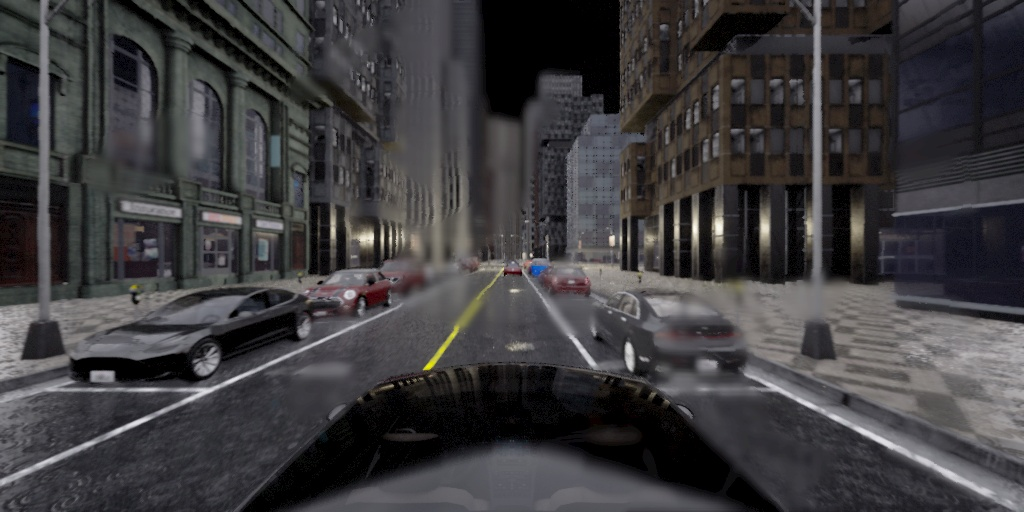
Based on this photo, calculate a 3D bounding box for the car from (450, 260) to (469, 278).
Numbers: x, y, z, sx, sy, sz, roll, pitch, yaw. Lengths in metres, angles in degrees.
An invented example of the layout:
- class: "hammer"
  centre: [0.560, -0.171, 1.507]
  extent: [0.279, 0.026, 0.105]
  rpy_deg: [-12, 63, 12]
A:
- class: "car"
  centre: [-5.757, 1.372, 35.270]
  extent: [2.007, 1.370, 4.403]
  rpy_deg: [0, 0, 0]

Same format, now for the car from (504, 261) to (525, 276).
- class: "car"
  centre: [0.107, 1.395, 39.339]
  extent: [1.994, 1.385, 4.181]
  rpy_deg: [0, 0, 0]

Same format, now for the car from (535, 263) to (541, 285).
- class: "car"
  centre: [2.767, 1.377, 24.054]
  extent: [1.802, 1.307, 4.207]
  rpy_deg: [0, 0, 0]

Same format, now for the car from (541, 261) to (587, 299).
- class: "car"
  centre: [2.766, 1.223, 18.446]
  extent: [1.967, 1.591, 4.097]
  rpy_deg: [0, 0, 0]

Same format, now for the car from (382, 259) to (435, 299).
- class: "car"
  centre: [-5.759, 1.098, 18.442]
  extent: [2.192, 1.841, 5.009]
  rpy_deg: [0, 0, 0]

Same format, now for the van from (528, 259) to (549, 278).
- class: "van"
  centre: [2.768, 1.163, 35.272]
  extent: [1.690, 1.789, 3.998]
  rpy_deg: [0, 0, 0]

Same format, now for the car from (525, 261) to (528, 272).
- class: "car"
  centre: [2.769, 1.382, 40.880]
  extent: [1.888, 1.381, 4.507]
  rpy_deg: [0, 0, 0]

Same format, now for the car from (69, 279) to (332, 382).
- class: "car"
  centre: [-5.761, 1.327, 7.223]
  extent: [1.948, 1.339, 4.313]
  rpy_deg: [0, 0, 0]

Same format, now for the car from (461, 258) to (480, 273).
- class: "car"
  centre: [-5.755, 1.168, 46.488]
  extent: [2.192, 1.841, 5.009]
  rpy_deg: [0, 0, 0]

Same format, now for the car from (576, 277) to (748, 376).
- class: "car"
  centre: [2.764, 1.312, 7.227]
  extent: [2.007, 1.370, 4.403]
  rpy_deg: [0, 0, 0]

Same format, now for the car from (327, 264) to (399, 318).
- class: "car"
  centre: [-5.760, 1.212, 12.833]
  extent: [1.967, 1.591, 4.097]
  rpy_deg: [0, 0, 0]

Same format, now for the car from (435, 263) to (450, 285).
- class: "car"
  centre: [-5.759, 1.346, 24.052]
  extent: [2.007, 1.370, 4.403]
  rpy_deg: [0, 0, 0]
